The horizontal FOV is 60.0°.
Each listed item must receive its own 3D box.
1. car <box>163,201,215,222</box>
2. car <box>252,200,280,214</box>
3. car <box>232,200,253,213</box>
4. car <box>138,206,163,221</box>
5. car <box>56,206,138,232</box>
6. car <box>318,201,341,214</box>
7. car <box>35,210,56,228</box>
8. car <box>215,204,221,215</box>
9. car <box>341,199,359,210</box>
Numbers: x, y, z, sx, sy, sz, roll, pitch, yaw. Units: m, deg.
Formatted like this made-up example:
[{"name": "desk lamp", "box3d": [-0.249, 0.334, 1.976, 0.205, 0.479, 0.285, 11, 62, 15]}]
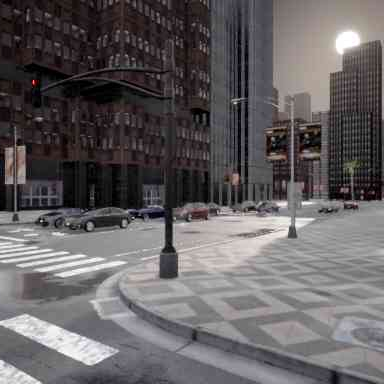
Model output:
[{"name": "car", "box3d": [-0.200, 1.736, 30.578, 2.097, 1.767, 4.553, 0, -1, 35]}, {"name": "car", "box3d": [10.515, 2.161, 45.675, 1.837, 1.490, 4.892, 0, -1, 36]}, {"name": "car", "box3d": [7.464, 1.992, 47.003, 2.097, 1.767, 4.553, 0, -1, 37]}, {"name": "car", "box3d": [-3.870, 1.955, 31.029, 1.895, 1.301, 4.718, 0, -1, 35]}, {"name": "car", "box3d": [-6.149, 1.739, 22.165, 1.837, 1.490, 4.892, 0, -1, 35]}, {"name": "car", "box3d": [19.101, 2.346, 46.301, 1.895, 1.301, 4.718, 0, -1, 35]}, {"name": "car", "box3d": [-8.918, 1.791, 23.874, 1.994, 1.385, 4.181, 0, -1, 35]}, {"name": "car", "box3d": [1.548, 1.995, 38.685, 1.837, 1.490, 4.892, 0, -1, 35]}, {"name": "car", "box3d": [28.715, 2.476, 59.912, 1.882, 1.535, 5.008, 0, -1, 35]}]
